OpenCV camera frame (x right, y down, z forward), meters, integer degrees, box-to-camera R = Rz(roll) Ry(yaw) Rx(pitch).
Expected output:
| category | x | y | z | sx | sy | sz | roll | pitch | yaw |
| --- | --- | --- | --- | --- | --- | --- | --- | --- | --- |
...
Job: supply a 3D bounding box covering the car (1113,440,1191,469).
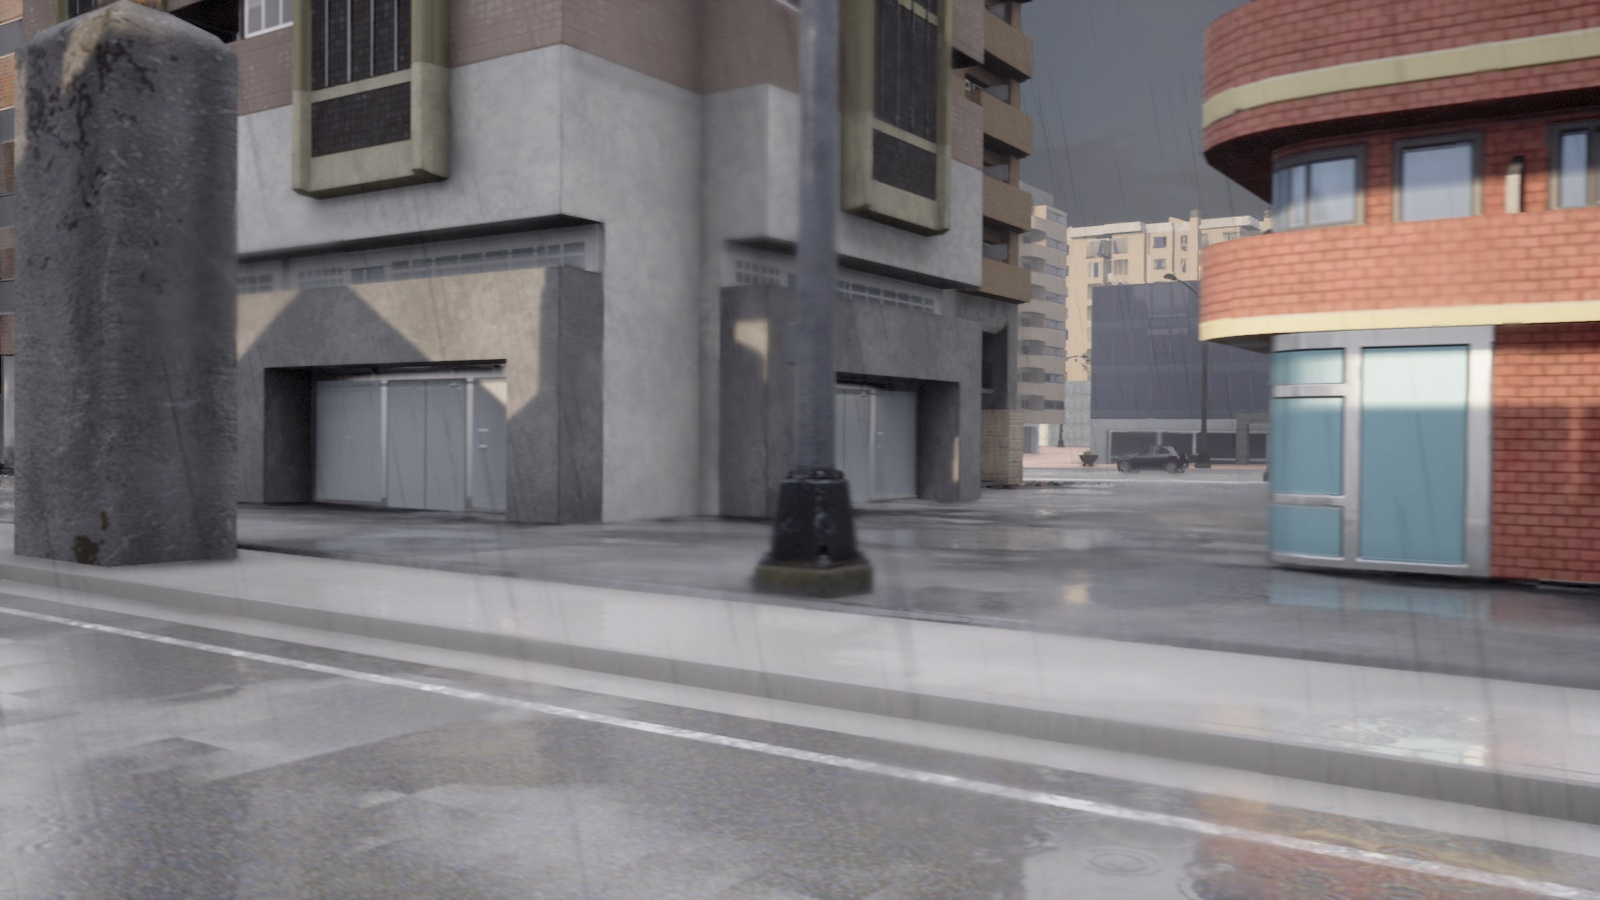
| category | x | y | z | sx | sy | sz | roll | pitch | yaw |
| --- | --- | --- | --- | --- | --- | --- | --- | --- | --- |
| car | 19.009 | 0.240 | 67.808 | 3.633 | 1.501 | 1.845 | -1 | 0 | 33 |
